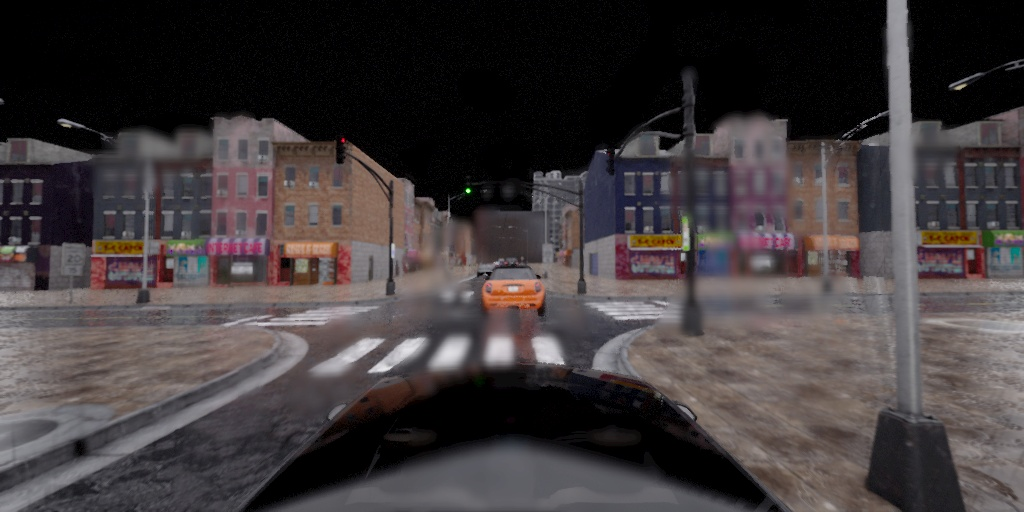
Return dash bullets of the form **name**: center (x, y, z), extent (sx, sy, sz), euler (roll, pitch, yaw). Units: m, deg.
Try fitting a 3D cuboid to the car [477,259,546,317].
- **car**: center (0.050, 1.150, 13.530), extent (2.097, 1.767, 4.553), euler (-1, -2, 0)
